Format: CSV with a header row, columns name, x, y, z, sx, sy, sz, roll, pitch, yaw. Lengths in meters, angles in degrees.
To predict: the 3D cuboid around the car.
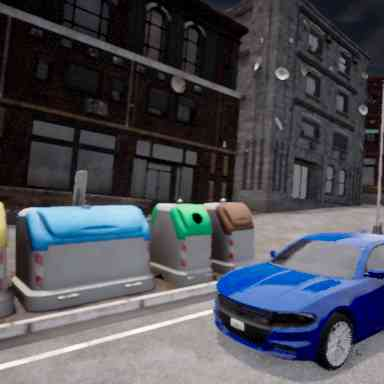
name,x,y,z,sx,sy,sz,roll,pitch,yaw
car,2.631,1.487,5.885,5.008,1.535,1.882,0,0,-36
